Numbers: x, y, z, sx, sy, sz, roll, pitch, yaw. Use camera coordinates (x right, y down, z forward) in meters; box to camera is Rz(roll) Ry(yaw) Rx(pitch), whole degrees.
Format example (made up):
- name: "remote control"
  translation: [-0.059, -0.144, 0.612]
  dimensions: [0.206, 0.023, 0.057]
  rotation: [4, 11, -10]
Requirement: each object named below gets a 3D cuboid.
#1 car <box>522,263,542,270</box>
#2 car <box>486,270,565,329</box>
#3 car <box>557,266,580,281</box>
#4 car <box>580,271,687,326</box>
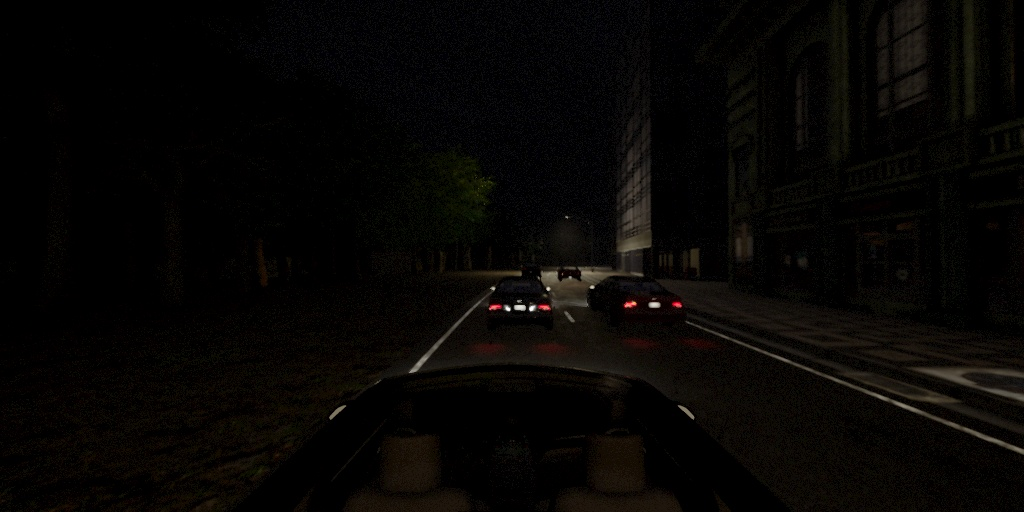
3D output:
- name: "car"
  translation: [2.036, 1.425, 37.052]
  dimensions: [1.882, 1.535, 5.008]
  rotation: [0, -1, 6]
- name: "car"
  translation: [0.269, 1.325, 11.325]
  dimensions: [2.033, 1.411, 5.357]
  rotation: [0, 0, 2]
- name: "car"
  translation: [5.029, 1.502, 31.886]
  dimensions: [1.895, 1.301, 4.718]
  rotation: [0, -1, 5]
- name: "car"
  translation: [3.785, 1.334, 11.844]
  dimensions: [2.033, 1.411, 5.357]
  rotation: [0, 0, 2]
